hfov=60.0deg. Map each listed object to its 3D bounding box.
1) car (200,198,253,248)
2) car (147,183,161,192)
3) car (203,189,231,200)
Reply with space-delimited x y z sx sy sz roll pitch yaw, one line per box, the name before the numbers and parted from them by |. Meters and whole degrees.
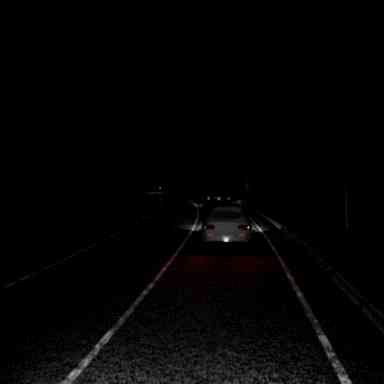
car | 1.362 1.203 13.059 1.812 1.442 4.674 0 2 6
car | -7.218 -0.877 63.407 2.097 1.767 4.553 1 2 -17
car | 2.063 0.488 27.912 2.097 1.767 4.553 1 2 -1
